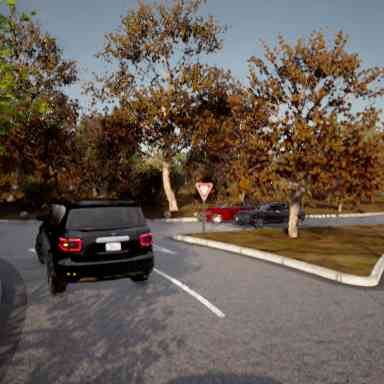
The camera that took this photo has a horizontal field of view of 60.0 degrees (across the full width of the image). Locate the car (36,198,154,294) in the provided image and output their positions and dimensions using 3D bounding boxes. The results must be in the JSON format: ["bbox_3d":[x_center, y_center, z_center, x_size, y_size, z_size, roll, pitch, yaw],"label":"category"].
[{"bbox_3d":[-2.844,1.160,9.021,2.150,2.045,5.566,0,1,-28],"label":"car"}]

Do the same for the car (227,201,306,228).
[{"bbox_3d":[4.985,1.428,21.310,4.892,1.490,1.837,0,0,-24],"label":"car"}]

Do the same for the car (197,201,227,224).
[{"bbox_3d":[2.734,1.374,23.762,5.008,1.535,1.882,0,0,-25],"label":"car"}]
